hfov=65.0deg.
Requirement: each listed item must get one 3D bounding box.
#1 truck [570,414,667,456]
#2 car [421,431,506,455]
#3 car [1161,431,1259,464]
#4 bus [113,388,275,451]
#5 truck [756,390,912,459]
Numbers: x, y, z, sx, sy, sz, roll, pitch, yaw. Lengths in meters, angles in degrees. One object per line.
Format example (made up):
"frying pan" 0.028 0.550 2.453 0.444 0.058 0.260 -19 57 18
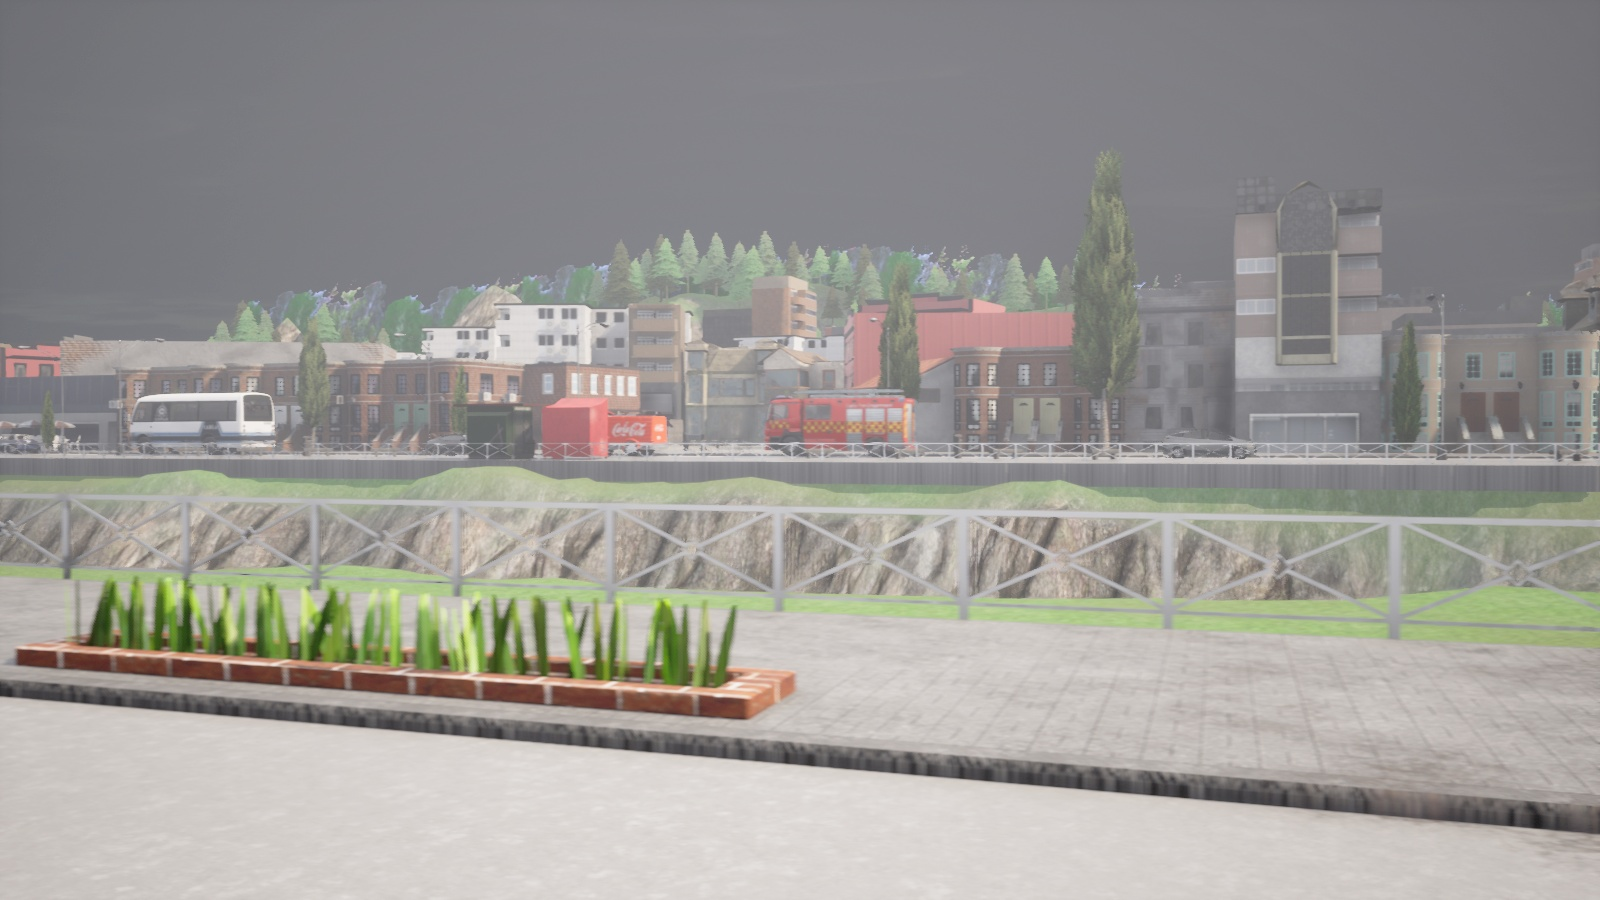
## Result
"truck" -11.071 -0.931 76.756 5.204 2.467 2.627 1 1 19
"car" -20.267 -0.435 75.636 4.674 1.442 1.812 1 1 19
"car" 20.225 -0.144 62.025 4.514 1.525 2.007 1 1 19
"bus" -42.076 -2.104 87.164 10.273 4.253 3.944 1 1 19
"truck" 1.947 -1.490 72.371 8.468 3.827 2.891 1 1 19
